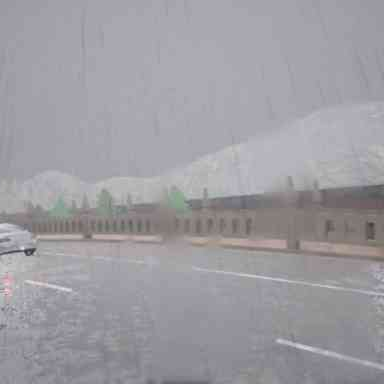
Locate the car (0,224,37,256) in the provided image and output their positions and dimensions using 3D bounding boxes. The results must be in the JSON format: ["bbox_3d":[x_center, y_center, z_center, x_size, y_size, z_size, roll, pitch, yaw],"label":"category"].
[{"bbox_3d":[-8.517,2.123,14.370,4.674,1.442,1.812,-5,-3,35],"label":"car"}]
